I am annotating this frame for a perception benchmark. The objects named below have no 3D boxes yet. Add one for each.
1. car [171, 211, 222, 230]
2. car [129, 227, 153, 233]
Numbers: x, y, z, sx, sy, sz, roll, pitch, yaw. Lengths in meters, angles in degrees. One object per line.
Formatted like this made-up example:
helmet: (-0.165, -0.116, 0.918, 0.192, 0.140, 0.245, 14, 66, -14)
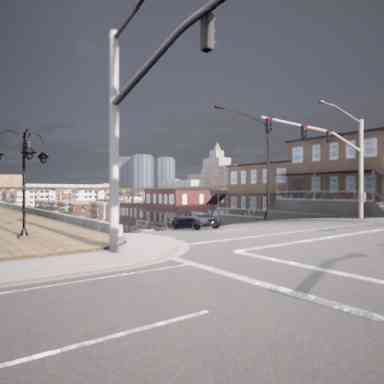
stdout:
car: (0.227, 2.052, 24.295, 1.994, 1.385, 4.181, 0, -4, -36)
car: (-6.501, 4.969, 39.668, 1.895, 1.301, 4.718, 0, -12, -36)
